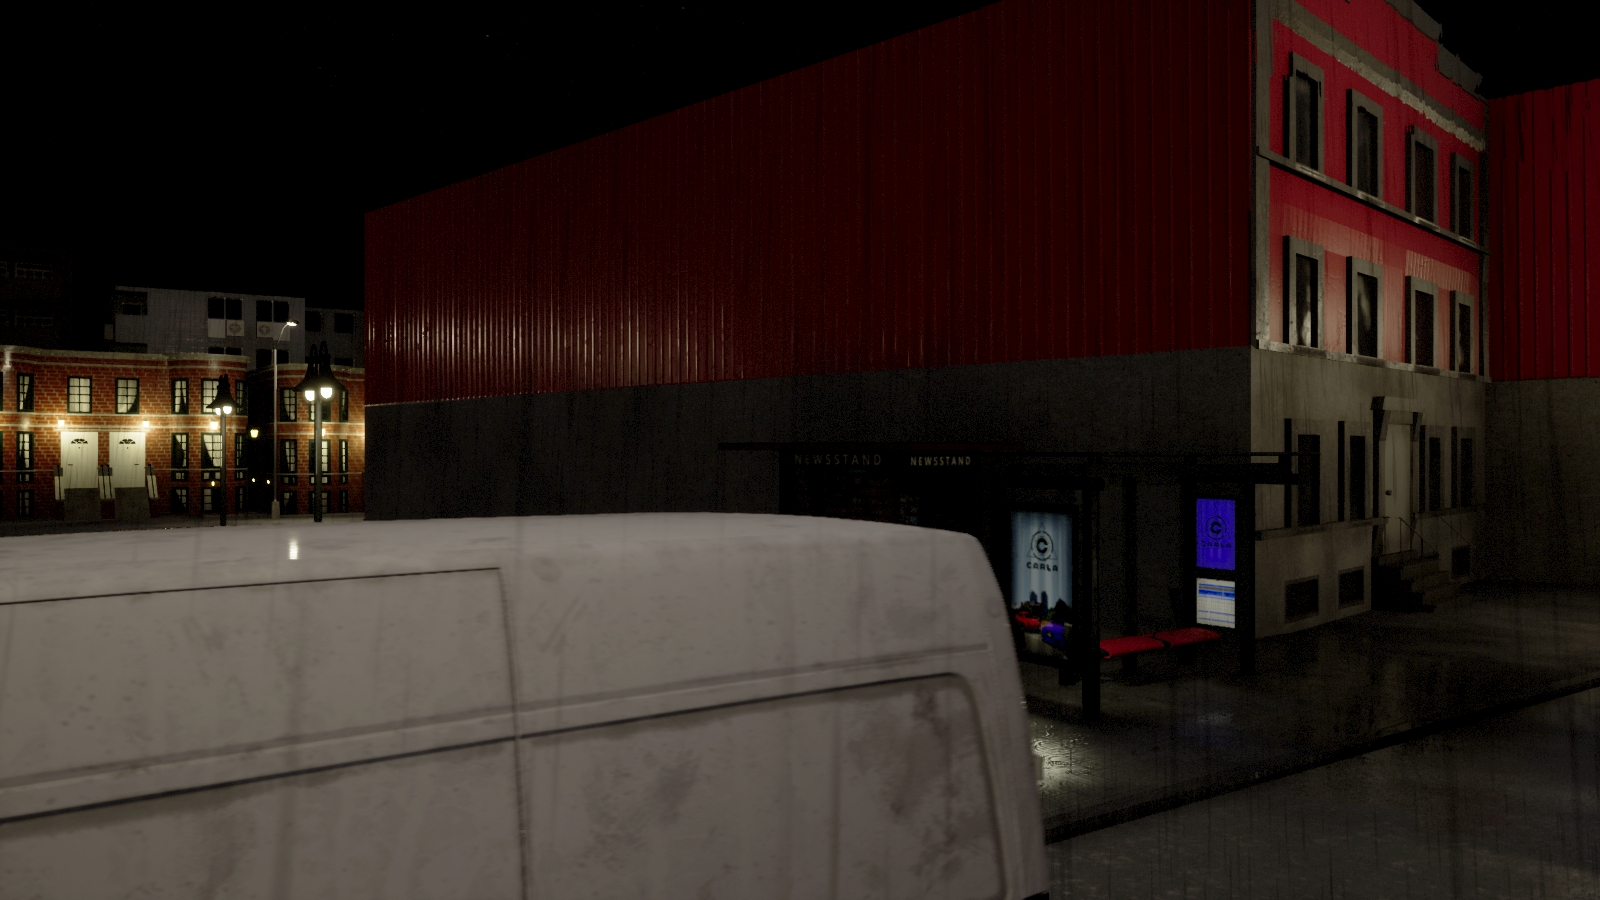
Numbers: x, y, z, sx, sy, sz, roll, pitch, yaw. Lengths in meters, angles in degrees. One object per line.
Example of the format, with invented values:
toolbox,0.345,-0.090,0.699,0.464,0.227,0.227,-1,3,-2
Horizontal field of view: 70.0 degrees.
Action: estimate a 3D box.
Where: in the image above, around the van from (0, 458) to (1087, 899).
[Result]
van,-2.016,1.315,2.999,5.915,2.561,1.988,0,0,-35
